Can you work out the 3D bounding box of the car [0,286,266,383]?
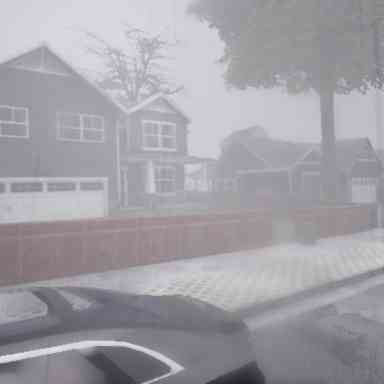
[{"bbox_3d":[-1.683,1.496,1.911,4.902,1.511,2.128,0,0,-36],"label":"car"}]
